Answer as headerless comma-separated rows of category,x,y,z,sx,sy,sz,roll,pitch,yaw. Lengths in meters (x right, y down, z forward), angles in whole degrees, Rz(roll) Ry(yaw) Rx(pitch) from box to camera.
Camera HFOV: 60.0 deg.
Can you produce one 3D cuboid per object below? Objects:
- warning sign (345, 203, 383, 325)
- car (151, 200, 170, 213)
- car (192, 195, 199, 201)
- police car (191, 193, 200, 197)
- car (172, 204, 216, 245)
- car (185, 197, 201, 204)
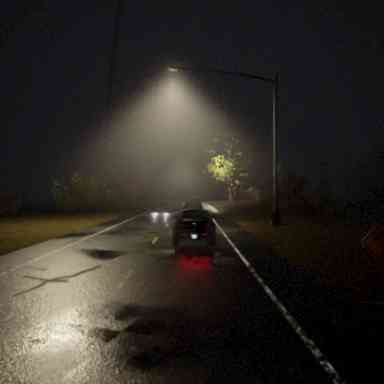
warning sign,3.537,1.132,5.718,1.300,1.860,1.060,-1,-1,0
car,-3.594,1.665,38.949,1.994,1.385,4.181,0,0,0
car,1.049,1.688,91.711,1.882,1.535,5.008,0,0,0
police car,1.050,1.616,81.820,1.930,1.638,5.238,0,0,0
car,0.094,1.548,15.877,1.837,1.490,4.892,0,0,0
car,0.095,1.564,32.733,1.882,1.535,5.008,0,0,0
